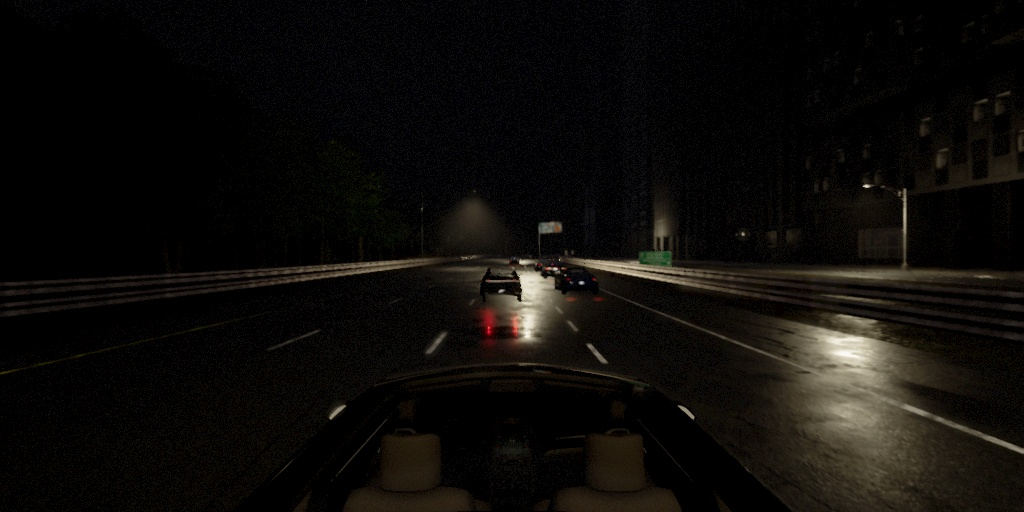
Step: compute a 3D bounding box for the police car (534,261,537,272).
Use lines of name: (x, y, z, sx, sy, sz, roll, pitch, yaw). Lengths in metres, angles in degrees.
police car: (3.678, 1.071, 42.142, 2.038, 1.542, 4.974, 0, 0, 0)

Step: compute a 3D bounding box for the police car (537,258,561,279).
police car: (3.596, 1.163, 31.171, 2.038, 1.542, 4.974, 0, 0, 0)

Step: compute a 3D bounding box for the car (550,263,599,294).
car: (3.538, 1.311, 20.200, 1.994, 1.385, 4.181, 0, 0, 0)

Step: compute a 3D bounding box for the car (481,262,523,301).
car: (-0.468, 1.256, 17.491, 2.128, 1.511, 4.902, 0, 0, -1)
